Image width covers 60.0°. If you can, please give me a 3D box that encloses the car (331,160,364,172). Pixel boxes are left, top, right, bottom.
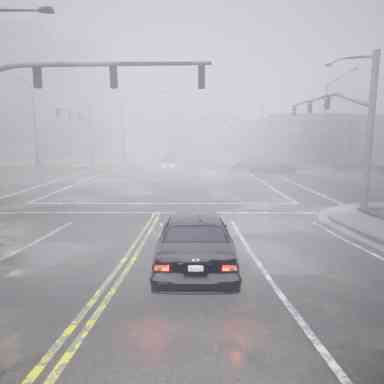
[{"bbox_3d":[18.322,-2.948,37.360,4.718,1.301,1.895,0,9,0],"label":"car"}]

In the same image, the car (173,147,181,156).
[{"bbox_3d":[-3.518,-6.892,61.013,1.837,1.490,4.892,0,9,0],"label":"car"}]

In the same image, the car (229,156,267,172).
[{"bbox_3d":[6.465,-3.200,37.365,4.553,1.767,2.097,0,9,0],"label":"car"}]

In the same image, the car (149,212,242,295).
[{"bbox_3d":[0.081,1.217,8.409,2.033,1.411,5.357,0,4,0],"label":"car"}]

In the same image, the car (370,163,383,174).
[{"bbox_3d":[21.050,-2.384,33.893,4.718,1.301,1.895,0,9,0],"label":"car"}]

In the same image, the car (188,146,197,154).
[{"bbox_3d":[0.066,-10.320,81.096,2.097,1.767,4.553,0,9,0],"label":"car"}]

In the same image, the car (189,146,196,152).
[{"bbox_3d":[0.074,-11.807,91.155,1.994,1.385,4.181,0,9,0],"label":"car"}]

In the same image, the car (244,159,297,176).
[{"bbox_3d":[8.066,-2.390,33.942,4.718,1.301,1.895,0,9,0],"label":"car"}]

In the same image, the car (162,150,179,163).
[{"bbox_3d":[-3.554,-5.306,51.535,2.033,1.411,5.357,0,9,0],"label":"car"}]

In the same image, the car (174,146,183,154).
[{"bbox_3d":[-3.442,-8.516,71.208,2.033,1.411,5.357,0,9,0],"label":"car"}]
